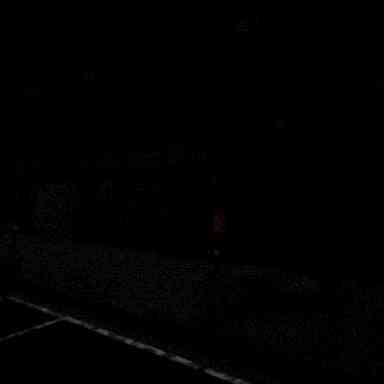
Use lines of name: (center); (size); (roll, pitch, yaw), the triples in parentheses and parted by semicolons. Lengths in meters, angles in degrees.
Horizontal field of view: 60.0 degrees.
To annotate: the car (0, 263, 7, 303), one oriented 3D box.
car: (-5.370, 1.555, 6.640); (4.403, 1.369, 2.008); (0, 0, 36)
